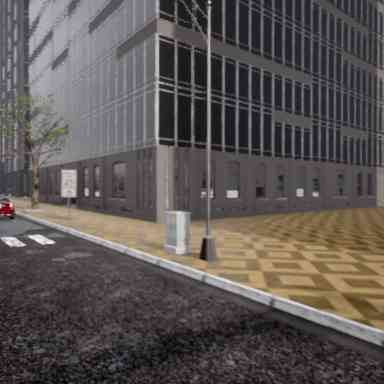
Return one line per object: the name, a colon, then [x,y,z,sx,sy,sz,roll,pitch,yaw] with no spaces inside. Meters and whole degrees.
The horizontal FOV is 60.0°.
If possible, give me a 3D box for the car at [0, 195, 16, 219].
car: [-12.983,0.912,21.878,1.967,1.590,4.097,1,1,-38]
